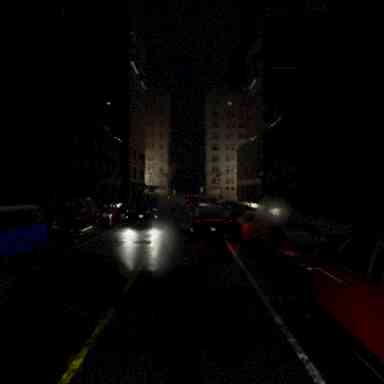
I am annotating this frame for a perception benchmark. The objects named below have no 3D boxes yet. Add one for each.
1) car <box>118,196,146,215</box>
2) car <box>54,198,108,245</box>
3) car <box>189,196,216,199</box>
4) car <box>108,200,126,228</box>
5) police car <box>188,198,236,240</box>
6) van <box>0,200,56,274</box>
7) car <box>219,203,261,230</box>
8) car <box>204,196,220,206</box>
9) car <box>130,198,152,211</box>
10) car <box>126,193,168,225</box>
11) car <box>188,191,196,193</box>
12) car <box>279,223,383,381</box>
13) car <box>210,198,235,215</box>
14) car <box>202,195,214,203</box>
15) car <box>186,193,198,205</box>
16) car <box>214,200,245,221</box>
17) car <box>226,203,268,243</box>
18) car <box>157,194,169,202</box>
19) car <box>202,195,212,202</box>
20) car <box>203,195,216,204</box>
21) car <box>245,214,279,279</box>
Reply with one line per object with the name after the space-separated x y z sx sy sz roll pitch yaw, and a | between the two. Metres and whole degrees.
-5.688 1.259 31.922 1.967 1.590 4.097 -1 0 0 | car
-5.684 1.230 15.165 2.192 1.841 5.009 -1 0 0 | car
0.891 1.329 26.395 1.882 1.535 5.008 0 0 0 | car
-5.685 1.323 20.751 1.967 1.590 4.097 -1 0 0 | car
0.894 1.333 16.504 1.930 1.638 5.238 0 0 0 | police car
-5.682 1.288 9.579 1.690 1.788 3.998 -1 0 0 | van
2.852 1.449 20.754 1.947 1.339 4.313 -1 0 0 | car
2.849 1.268 48.683 2.008 1.369 4.403 -1 0 0 | car
-5.688 1.368 37.509 1.802 1.307 4.206 -1 0 0 | car
-3.108 1.092 23.036 2.150 2.045 5.566 0 0 0 | car
-0.022 0.820 67.597 2.150 2.045 5.566 0 0 0 | car
2.850 1.292 3.995 2.192 1.841 5.009 -1 0 0 | car
2.851 1.369 31.925 2.008 1.369 4.403 -1 0 0 | car
2.849 1.213 59.855 1.947 1.339 4.313 -1 0 0 | car
-0.017 1.293 52.706 1.895 1.301 4.718 0 0 0 | car
2.851 1.417 26.340 1.947 1.339 4.313 -1 0 0 | car
2.852 1.439 15.338 1.752 1.417 4.829 -1 0 0 | car
-5.697 1.156 65.436 1.887 1.381 4.507 -1 0 0 | car
2.848 1.193 65.440 1.802 1.307 4.206 -1 0 0 | car
2.849 1.207 54.438 1.752 1.417 4.829 -1 0 0 | car
2.853 1.528 9.582 1.802 1.307 4.206 -1 0 0 | car
